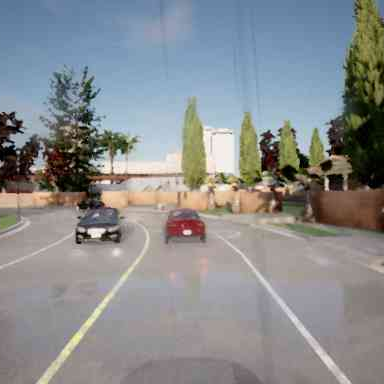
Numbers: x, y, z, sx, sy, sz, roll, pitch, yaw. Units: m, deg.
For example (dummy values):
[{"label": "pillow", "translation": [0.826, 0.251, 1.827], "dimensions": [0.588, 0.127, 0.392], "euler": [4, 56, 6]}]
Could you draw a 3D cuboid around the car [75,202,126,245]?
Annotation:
[{"label": "car", "translation": [-4.156, 1.462, 15.593], "dimensions": [2.128, 1.511, 4.902], "euler": [0, 0, -9]}]

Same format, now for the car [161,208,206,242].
[{"label": "car", "translation": [-0.478, 1.498, 16.050], "dimensions": [1.812, 1.442, 4.674], "euler": [0, 0, -7]}]

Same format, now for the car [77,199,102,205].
[{"label": "car", "translation": [-12.012, 1.575, 39.313], "dimensions": [1.837, 1.490, 4.892], "euler": [1, -1, -44]}]
